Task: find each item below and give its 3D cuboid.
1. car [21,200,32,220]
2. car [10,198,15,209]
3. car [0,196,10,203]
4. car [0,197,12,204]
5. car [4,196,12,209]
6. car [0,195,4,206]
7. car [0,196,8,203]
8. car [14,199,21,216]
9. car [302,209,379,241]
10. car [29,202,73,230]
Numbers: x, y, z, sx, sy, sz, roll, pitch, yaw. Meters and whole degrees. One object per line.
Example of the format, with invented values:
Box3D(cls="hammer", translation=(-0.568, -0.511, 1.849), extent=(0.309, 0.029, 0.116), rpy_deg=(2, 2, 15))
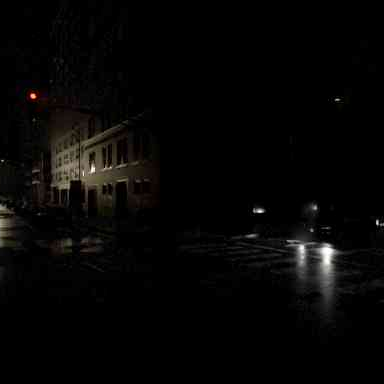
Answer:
Box3D(cls="car", translation=(-11.753, 1.547, 25.705), extent=(1.887, 1.381, 4.507), rpy_deg=(1, 0, -32))
Box3D(cls="car", translation=(-17.665, 1.547, 35.054), extent=(1.887, 1.381, 4.507), rpy_deg=(1, 0, -32))
Box3D(cls="car", translation=(-38.359, 1.577, 67.775), extent=(1.802, 1.307, 4.206), rpy_deg=(1, 0, -32))
Box3D(cls="car", translation=(-35.402, 1.562, 63.101), extent=(1.947, 1.339, 4.313), rpy_deg=(1, 0, -32))
Box3D(cls="car", translation=(-23.578, 1.567, 44.403), extent=(1.947, 1.339, 4.313), rpy_deg=(1, 0, -32))
Box3D(cls="car", translation=(-29.490, 1.550, 53.752), extent=(2.008, 1.369, 4.403), rpy_deg=(1, 0, -32))
Box3D(cls="car", translation=(-41.315, 1.559, 72.450), extent=(1.947, 1.339, 4.313), rpy_deg=(1, 0, -32))
Box3D(cls="car", translation=(-14.709, 1.553, 30.380), extent=(2.008, 1.369, 4.403), rpy_deg=(1, 0, -32))
Box3D(cls="car", translation=(7.930, 1.668, 17.625), extent=(4.892, 1.490, 1.837), rpy_deg=(0, -1, -33))
Box3D(cls="car", translation=(-8.797, 1.568, 21.031), extent=(1.947, 1.339, 4.313), rpy_deg=(1, 0, -32))
